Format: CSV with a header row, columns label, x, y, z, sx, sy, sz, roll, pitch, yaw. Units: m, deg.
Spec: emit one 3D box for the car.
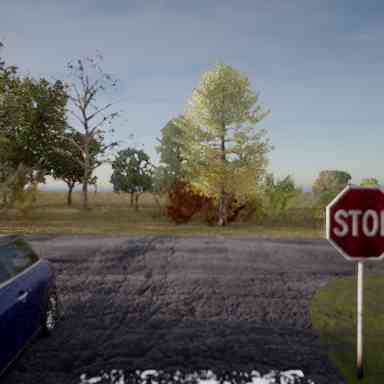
label,x,y,z,sx,sy,sz,roll,pitch,yaw
car,-3.057,1.378,3.556,2.097,1.767,4.553,0,0,-6
